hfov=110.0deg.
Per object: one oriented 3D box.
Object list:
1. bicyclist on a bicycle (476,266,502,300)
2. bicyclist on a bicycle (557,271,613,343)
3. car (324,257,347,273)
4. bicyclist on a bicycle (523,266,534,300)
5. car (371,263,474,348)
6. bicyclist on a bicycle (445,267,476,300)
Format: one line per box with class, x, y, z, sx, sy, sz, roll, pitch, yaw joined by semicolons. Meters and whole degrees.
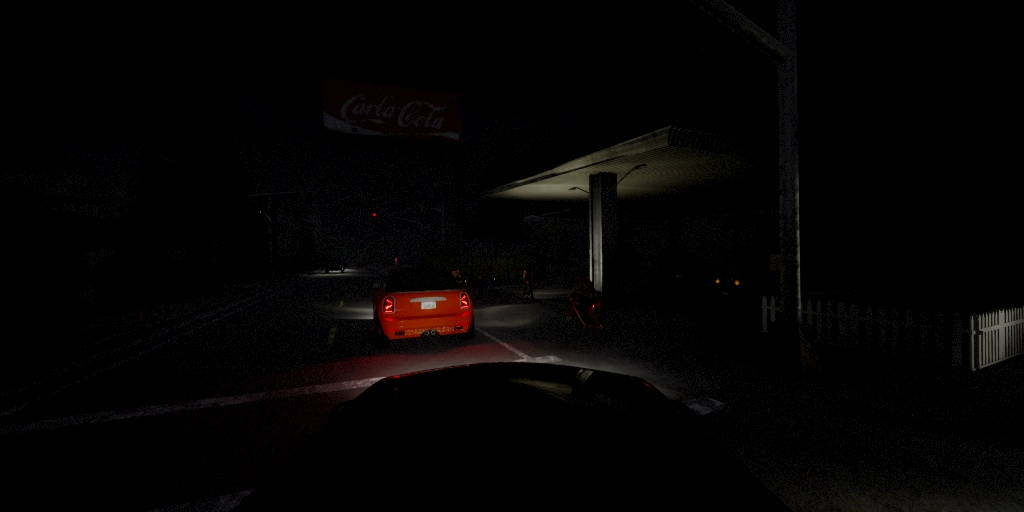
bicyclist on a bicycle;-1.285;1.344;17.750;1.656;1.620;0.582;0;0;-21
bicyclist on a bicycle;1.719;1.199;8.651;0.582;1.620;1.656;3;-2;-42
car;-23.614;1.211;47.848;2.150;2.045;5.566;-1;0;-25
bicyclist on a bicycle;0.824;1.332;17.861;0.582;1.620;1.656;-1;0;16
car;-2.527;1.057;9.444;2.097;1.767;4.553;-1;0;-22
bicyclist on a bicycle;-2.595;1.318;16.371;1.656;1.620;0.582;1;0;37
